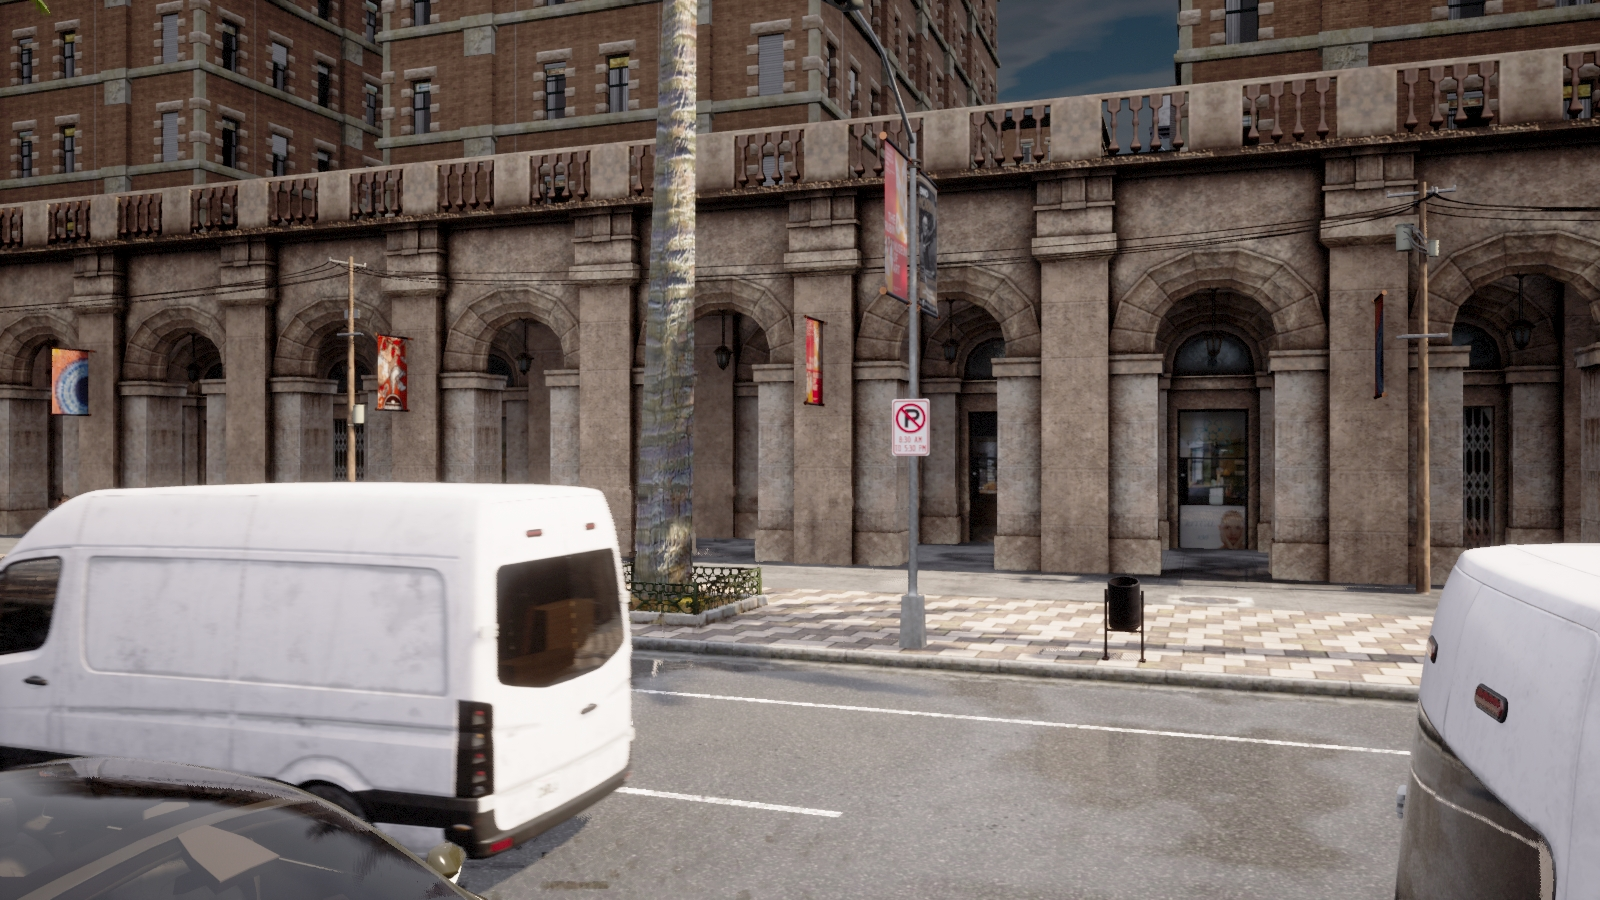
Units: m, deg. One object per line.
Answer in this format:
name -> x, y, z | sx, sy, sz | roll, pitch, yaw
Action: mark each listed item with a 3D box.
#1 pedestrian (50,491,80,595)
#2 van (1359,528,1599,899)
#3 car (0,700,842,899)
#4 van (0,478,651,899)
pedestrian -> -13.481, 1.696, 20.952 | 0.375, 1.860, 0.375 | 0, 0, 42
van -> 4.249, 1.534, 1.754 | 5.915, 2.561, 1.988 | 0, 0, 20
car -> -2.519, 2.061, 4.220 | 4.892, 1.480, 2.231 | 0, 0, 20
van -> -4.225, 1.534, 8.584 | 5.915, 2.561, 1.988 | 0, 0, 20
